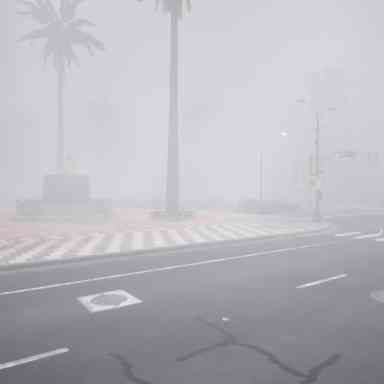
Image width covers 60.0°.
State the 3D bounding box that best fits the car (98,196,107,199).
[{"bbox_3d":[-15.836,1.486,59.119,4.902,1.511,2.128,0,0,2],"label":"car"}]

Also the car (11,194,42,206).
[{"bbox_3d":[-26.983,1.475,54.637,5.008,1.535,1.882,0,0,-10],"label":"car"}]

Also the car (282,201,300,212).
[{"bbox_3d":[9.967,1.594,38.446,1.895,1.301,4.718,0,0,-39],"label":"car"}]

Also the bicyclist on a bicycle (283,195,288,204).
[{"bbox_3d":[15.275,1.290,54.474,0.582,1.620,1.656,0,0,42],"label":"bicyclist on a bicycle"}]

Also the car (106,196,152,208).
[{"bbox_3d":[-8.954,1.543,47.545,5.357,1.411,2.033,0,0,14],"label":"car"}]

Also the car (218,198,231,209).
[{"bbox_3d":[3.422,1.498,45.084,4.892,1.490,1.837,0,0,36],"label":"car"}]

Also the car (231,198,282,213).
[{"bbox_3d":[7.025,1.498,36.513,1.837,1.490,4.892,0,0,-39],"label":"car"}]

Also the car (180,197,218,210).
[{"bbox_3d":[0.560,1.520,42.928,4.674,1.442,1.812,0,0,34],"label":"car"}]

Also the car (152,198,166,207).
[{"bbox_3d":[-5.369,1.558,49.897,4.181,1.385,1.994,0,0,19],"label":"car"}]

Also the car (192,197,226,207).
[{"bbox_3d":[2.560,1.497,50.208,4.892,1.490,1.837,0,-1,33],"label":"car"}]
